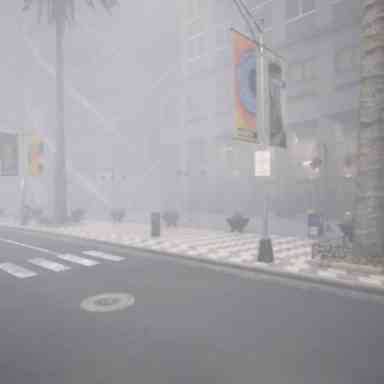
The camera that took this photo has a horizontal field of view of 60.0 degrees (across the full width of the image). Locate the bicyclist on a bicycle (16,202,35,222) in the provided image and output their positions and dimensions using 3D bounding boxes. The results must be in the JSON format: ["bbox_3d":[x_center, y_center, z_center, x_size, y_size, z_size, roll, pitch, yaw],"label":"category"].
[{"bbox_3d":[-13.828,1.625,27.568,0.582,1.620,1.656,-1,0,32],"label":"bicyclist on a bicycle"}]
